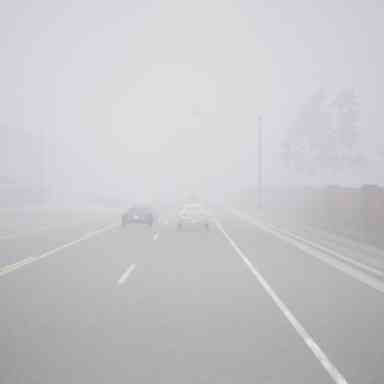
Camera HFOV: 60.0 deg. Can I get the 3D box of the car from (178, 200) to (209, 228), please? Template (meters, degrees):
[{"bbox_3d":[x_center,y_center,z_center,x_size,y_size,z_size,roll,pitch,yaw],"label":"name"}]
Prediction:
[{"bbox_3d":[0.088,1.456,21.399,1.812,1.442,4.674,0,0,0],"label":"car"}]

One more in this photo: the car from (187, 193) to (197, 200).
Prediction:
[{"bbox_3d":[0.066,0.832,60.584,2.033,1.411,5.357,0,1,0],"label":"car"}]

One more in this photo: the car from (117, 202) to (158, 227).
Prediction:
[{"bbox_3d":[-3.413,1.490,22.289,1.994,1.385,4.181,0,0,0],"label":"car"}]

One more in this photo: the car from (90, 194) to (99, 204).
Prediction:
[{"bbox_3d":[-14.029,1.065,50.513,2.128,1.511,4.902,0,1,0],"label":"car"}]

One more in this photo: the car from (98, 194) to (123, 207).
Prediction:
[{"bbox_3d":[-10.537,1.149,44.375,1.882,1.535,5.008,0,1,0],"label":"car"}]
